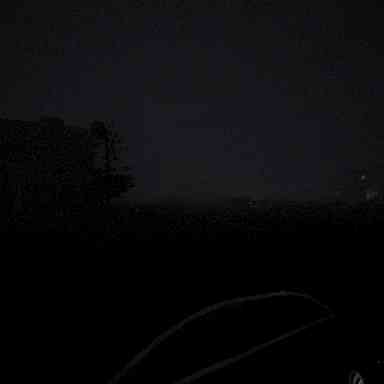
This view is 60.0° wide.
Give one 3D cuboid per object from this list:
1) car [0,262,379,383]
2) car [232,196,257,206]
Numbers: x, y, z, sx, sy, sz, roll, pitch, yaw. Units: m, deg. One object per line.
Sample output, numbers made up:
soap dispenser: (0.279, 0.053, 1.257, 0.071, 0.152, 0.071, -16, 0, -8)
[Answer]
car: (-0.277, 1.492, 2.873, 4.902, 1.511, 2.128, 0, 0, -35)
car: (8.727, 1.486, 55.953, 1.837, 1.490, 4.892, -1, 1, -37)
